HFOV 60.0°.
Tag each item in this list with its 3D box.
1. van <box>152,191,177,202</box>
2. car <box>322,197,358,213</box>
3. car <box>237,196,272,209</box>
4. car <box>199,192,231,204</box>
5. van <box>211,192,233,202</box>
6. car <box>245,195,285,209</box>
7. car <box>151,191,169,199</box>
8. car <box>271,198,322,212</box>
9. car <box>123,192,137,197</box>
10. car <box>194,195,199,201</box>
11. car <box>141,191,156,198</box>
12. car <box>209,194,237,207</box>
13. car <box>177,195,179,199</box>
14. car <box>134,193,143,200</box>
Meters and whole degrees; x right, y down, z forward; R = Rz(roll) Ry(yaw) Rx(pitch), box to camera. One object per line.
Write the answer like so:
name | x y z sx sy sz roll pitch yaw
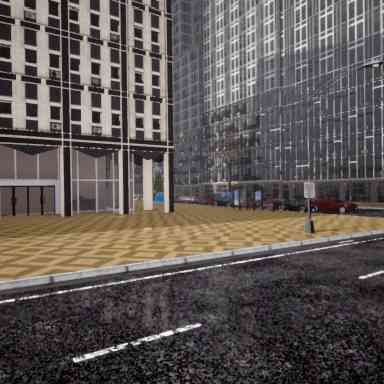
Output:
van | -4.886 0.937 58.793 1.690 1.788 3.998 0 1 -34
car | 14.652 1.315 34.622 1.882 1.535 5.008 -1 1 -34
car | 7.793 1.388 39.928 1.802 1.307 4.206 0 1 -34
car | 3.600 1.011 50.879 2.097 1.767 4.553 -1 1 -35
van | 5.239 0.855 58.798 1.690 1.788 3.998 0 1 -34
car | 9.253 1.228 42.573 1.882 1.535 5.008 -1 1 -34
car | -7.534 0.615 77.605 2.192 1.841 5.009 0 1 -34
car | 10.972 1.424 35.215 1.947 1.339 4.313 0 1 -34
car | -17.114 0.688 91.712 2.008 1.369 4.403 0 1 -34
car | 2.046 1.043 63.503 1.802 1.307 4.206 0 1 -34
car | -10.728 0.686 82.308 1.967 1.590 4.097 0 1 -34
car | 4.648 1.319 44.662 1.947 1.339 4.313 0 1 -34
car | -4.340 0.935 72.907 1.802 1.307 4.206 0 1 -34
car | -11.273 1.039 68.199 2.008 1.369 4.403 0 1 -34
